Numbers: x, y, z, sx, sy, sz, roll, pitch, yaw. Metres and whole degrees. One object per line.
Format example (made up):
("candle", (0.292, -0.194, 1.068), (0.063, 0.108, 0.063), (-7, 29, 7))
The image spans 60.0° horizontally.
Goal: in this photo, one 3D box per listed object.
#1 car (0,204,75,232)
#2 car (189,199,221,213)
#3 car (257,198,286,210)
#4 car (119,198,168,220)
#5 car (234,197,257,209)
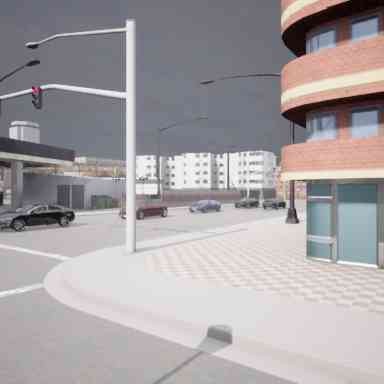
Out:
("car", (-9.590, 1.490, 20.460), (2.128, 1.511, 4.902), (0, 0, 34))
("car", (1.544, 1.524, 36.672), (1.812, 1.442, 4.674), (0, 0, 35))
("car", (10.874, 1.490, 43.695), (2.128, 1.511, 4.902), (0, 0, 35))
("car", (-4.112, 1.350, 28.475), (2.097, 1.767, 4.553), (0, 0, 34))
("car", (7.509, 1.476, 45.277), (1.882, 1.535, 5.008), (0, 0, 35))
